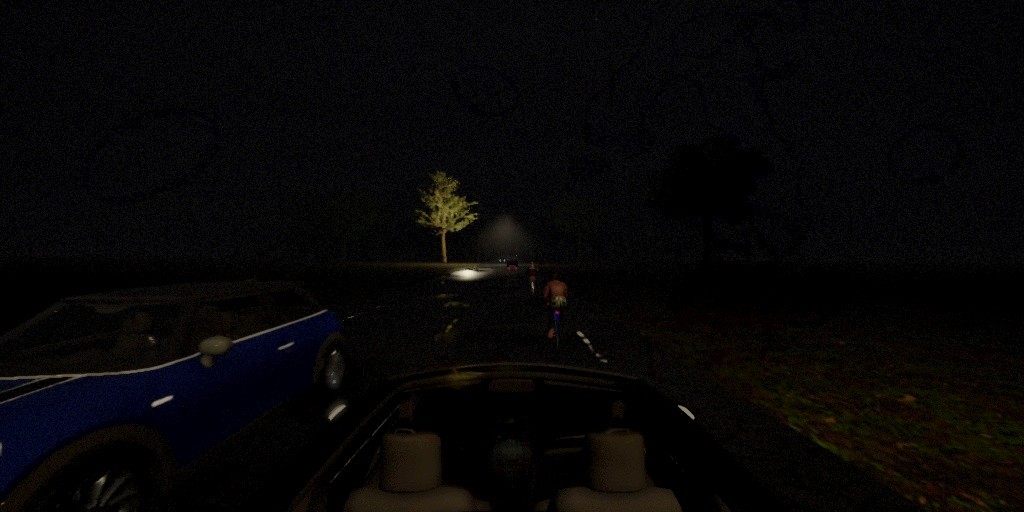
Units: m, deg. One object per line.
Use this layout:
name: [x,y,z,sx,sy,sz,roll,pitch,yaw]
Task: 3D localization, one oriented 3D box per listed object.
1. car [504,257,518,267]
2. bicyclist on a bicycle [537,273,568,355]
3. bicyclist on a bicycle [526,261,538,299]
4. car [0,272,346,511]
car: [0.069,1.082,62.495,2.128,1.511,4.902,0,0,0]
bicyclist on a bicycle: [0.958,1.203,7.774,0.582,1.620,1.656,0,0,0]
bicyclist on a bicycle: [0.953,1.121,17.112,0.659,1.776,1.843,0,0,0]
car: [-3.601,1.102,3.607,2.097,1.767,4.553,0,0,0]
